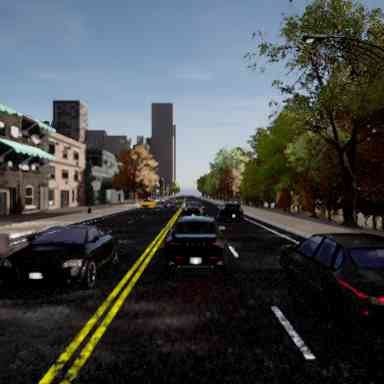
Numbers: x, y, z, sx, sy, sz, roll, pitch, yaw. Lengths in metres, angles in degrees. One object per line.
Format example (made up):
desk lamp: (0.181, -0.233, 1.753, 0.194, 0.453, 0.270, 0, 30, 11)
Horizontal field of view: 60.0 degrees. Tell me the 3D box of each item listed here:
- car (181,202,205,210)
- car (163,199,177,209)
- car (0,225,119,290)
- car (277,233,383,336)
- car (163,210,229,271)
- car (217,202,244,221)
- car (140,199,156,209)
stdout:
car: (0.097, 1.648, 28.943, 2.128, 1.511, 4.902, 0, 0, 0)
car: (-3.327, 1.762, 50.491, 2.128, 1.511, 4.902, 0, 0, 0)
car: (-3.352, 1.614, 9.115, 1.994, 1.385, 4.181, 0, 0, 0)
car: (3.347, 1.587, 7.118, 2.033, 1.411, 5.357, 0, 0, 0)
car: (0.099, 1.565, 11.126, 1.837, 1.490, 4.892, 0, 0, 0)
car: (3.347, 1.662, 29.066, 1.837, 1.490, 4.892, 0, 0, 0)
car: (-6.580, 1.744, 49.587, 1.882, 1.535, 5.008, 0, 0, 0)
